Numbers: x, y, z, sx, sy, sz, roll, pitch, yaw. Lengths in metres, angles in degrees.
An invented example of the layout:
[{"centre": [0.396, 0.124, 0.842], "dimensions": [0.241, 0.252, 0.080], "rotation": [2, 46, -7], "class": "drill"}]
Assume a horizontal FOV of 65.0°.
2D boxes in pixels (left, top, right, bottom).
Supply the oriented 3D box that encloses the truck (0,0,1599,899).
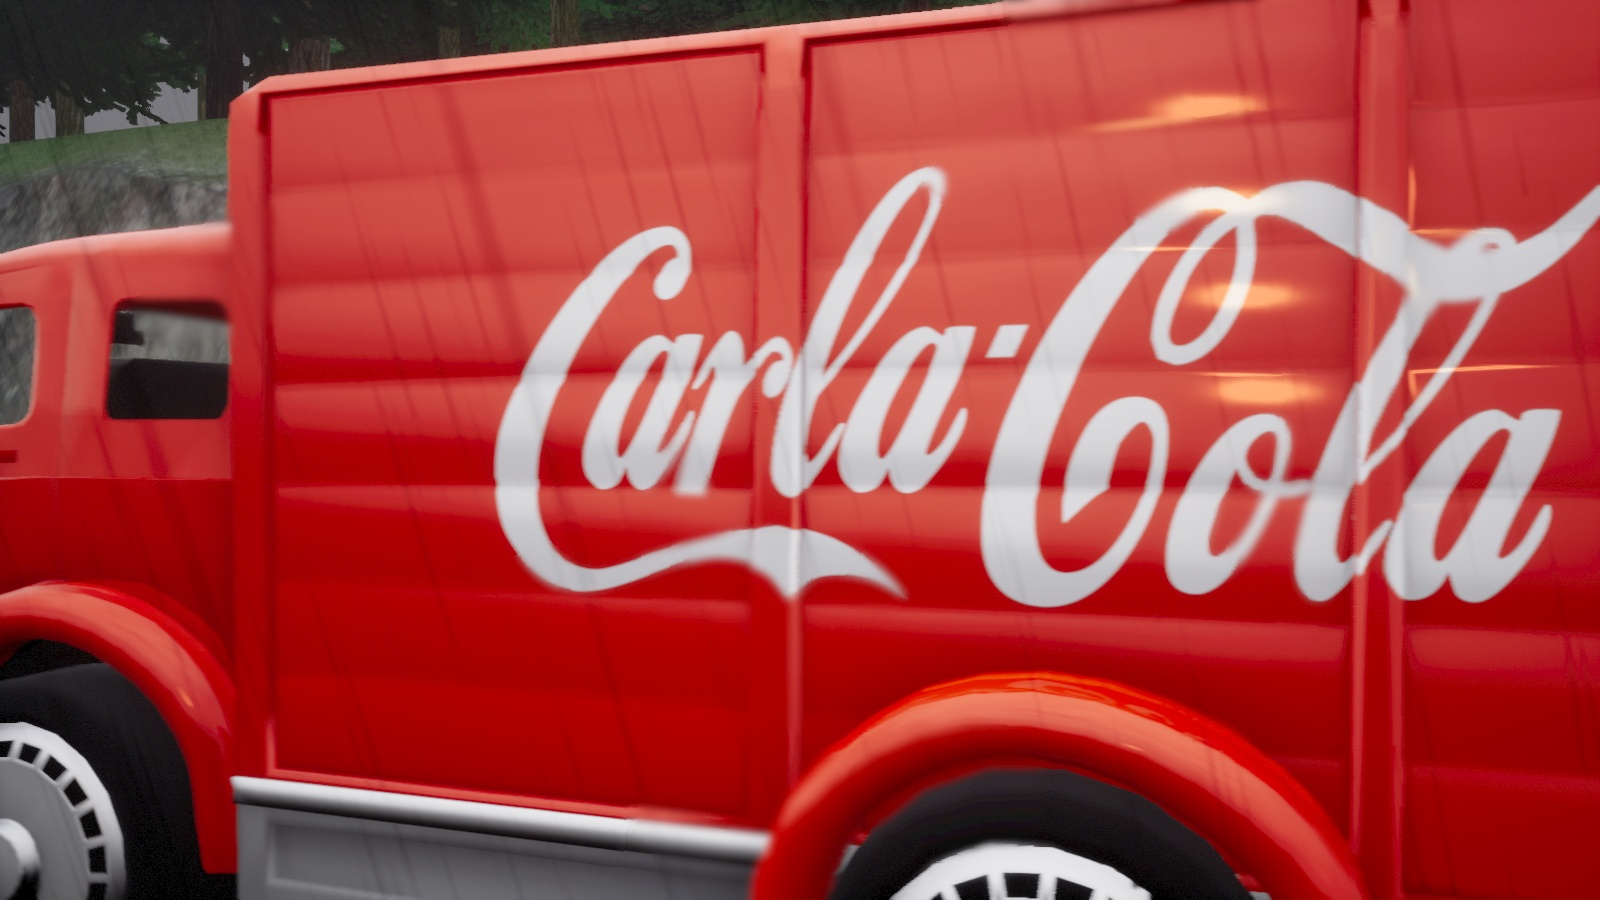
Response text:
[{"centre": [-0.365, 0.277, 3.840], "dimensions": [5.204, 2.467, 2.627], "rotation": [1, 1, 18], "class": "truck"}]
